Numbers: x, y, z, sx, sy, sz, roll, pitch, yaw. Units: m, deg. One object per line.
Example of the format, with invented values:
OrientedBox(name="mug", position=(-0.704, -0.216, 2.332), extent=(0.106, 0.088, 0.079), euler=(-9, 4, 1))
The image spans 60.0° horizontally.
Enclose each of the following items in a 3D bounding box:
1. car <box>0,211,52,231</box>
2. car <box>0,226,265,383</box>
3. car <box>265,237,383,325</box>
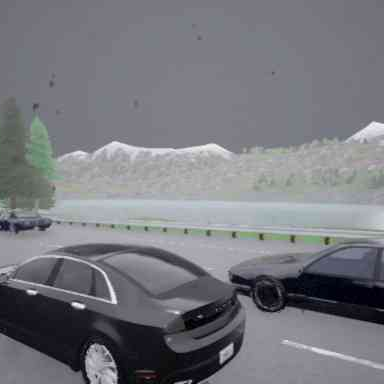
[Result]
OrientedBox(name="car", position=(-10.637, 1.787, 20.132), extent=(4.718, 1.301, 1.895), euler=(-1, 0, 35))
OrientedBox(name="car", position=(-1.589, 1.545, 5.119), extent=(4.892, 1.490, 1.837), euler=(0, 0, 36))
OrientedBox(name="car", position=(3.266, 1.554, 5.955), extent=(5.357, 1.411, 2.033), euler=(-1, 0, 36))
